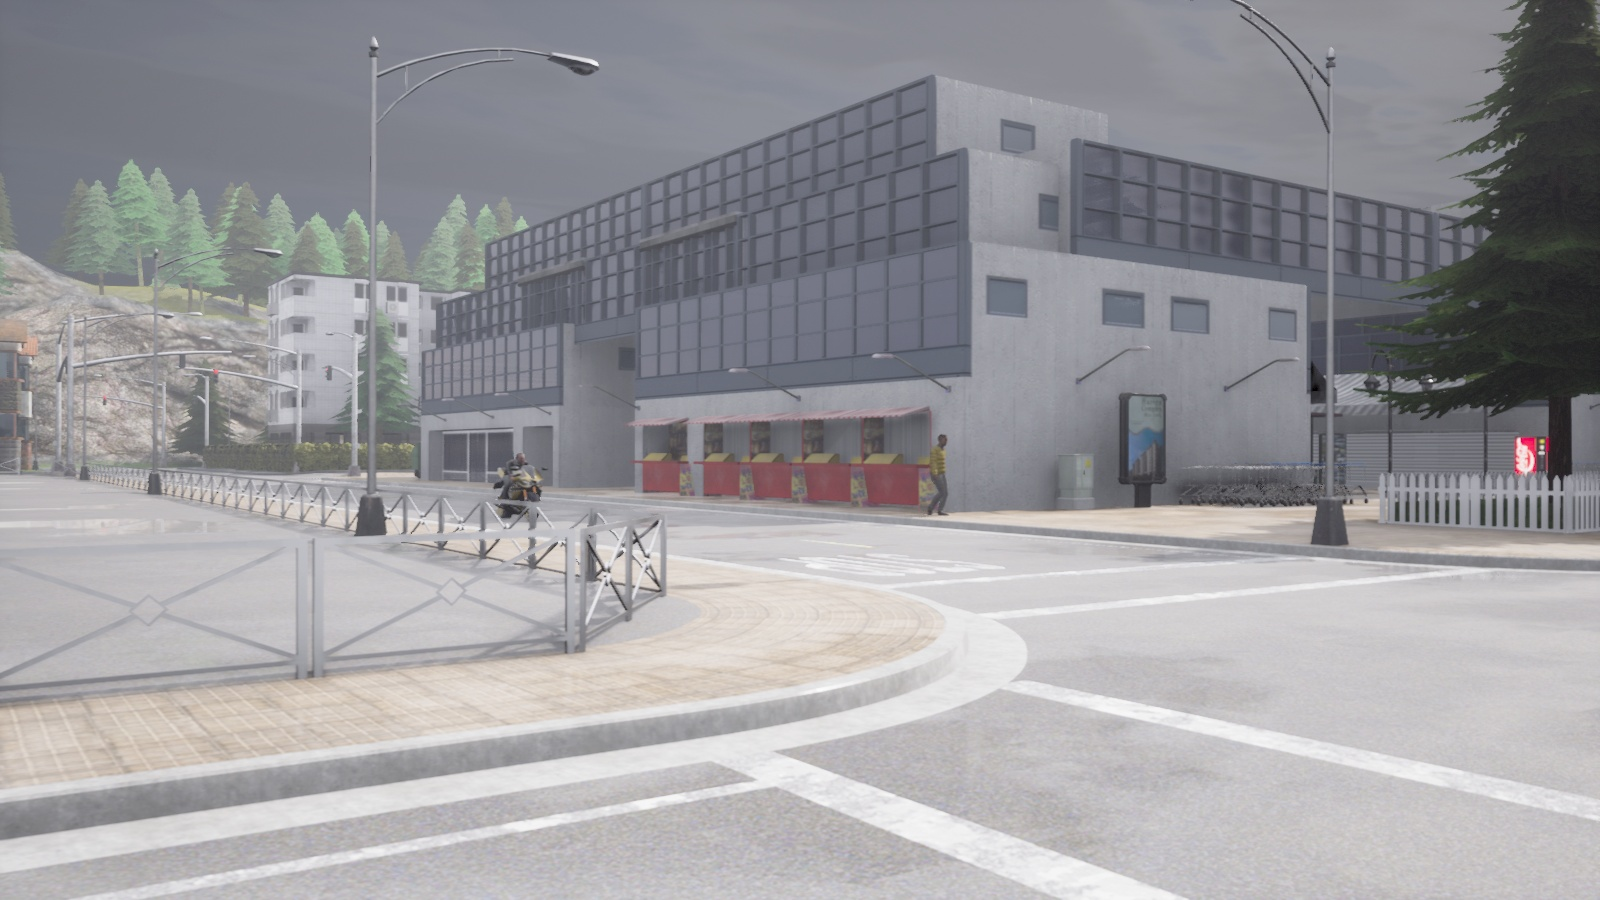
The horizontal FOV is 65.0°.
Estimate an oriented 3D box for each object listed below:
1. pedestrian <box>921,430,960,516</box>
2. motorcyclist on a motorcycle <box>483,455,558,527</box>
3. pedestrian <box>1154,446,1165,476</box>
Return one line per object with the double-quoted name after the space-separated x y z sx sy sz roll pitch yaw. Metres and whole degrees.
3.032 0.488 27.124 0.431 1.840 0.709 0 0 -45 "pedestrian"
-6.164 0.867 27.607 0.866 1.530 2.191 0 0 -34 "motorcyclist on a motorcycle"
22.308 0.665 77.938 0.345 1.836 0.594 0 0 -35 "pedestrian"
